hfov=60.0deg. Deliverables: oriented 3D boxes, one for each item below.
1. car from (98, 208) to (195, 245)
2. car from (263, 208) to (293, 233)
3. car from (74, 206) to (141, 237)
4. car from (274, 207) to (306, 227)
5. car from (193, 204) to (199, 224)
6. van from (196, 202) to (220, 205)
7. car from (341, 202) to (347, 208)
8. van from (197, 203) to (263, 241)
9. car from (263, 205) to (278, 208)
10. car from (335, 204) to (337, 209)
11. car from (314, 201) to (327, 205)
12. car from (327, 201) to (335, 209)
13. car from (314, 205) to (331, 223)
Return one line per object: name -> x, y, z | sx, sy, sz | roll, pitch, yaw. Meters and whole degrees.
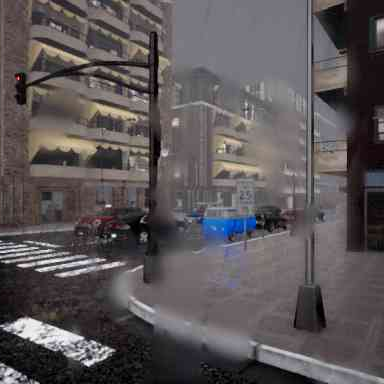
car -> -2.172, 1.791, 17.259 | 1.837, 1.490, 4.892 | 1, 0, 36
car -> 5.303, 2.035, 23.394 | 1.947, 1.339, 4.313 | -1, -2, 35
car -> -4.549, 1.639, 19.411 | 2.097, 1.767, 4.553 | 0, -1, 35
car -> 8.513, 2.158, 27.907 | 1.802, 1.307, 4.206 | -1, -2, 35
car -> 1.205, 2.005, 27.536 | 1.812, 1.442, 4.674 | 0, -1, 35
van -> 1.681, 1.903, 32.709 | 1.690, 1.788, 3.998 | -1, -2, 35
car -> 40.118, 3.376, 86.733 | 1.752, 1.417, 4.829 | -1, -2, 35
van -> 2.229, 1.704, 18.787 | 1.690, 1.788, 3.998 | -1, -2, 35
car -> 8.650, 2.232, 37.988 | 1.837, 1.490, 4.892 | 0, -1, 35
car -> 30.581, 3.064, 73.327 | 1.887, 1.381, 4.507 | -1, -2, 35
car -> 24.159, 2.889, 64.299 | 1.802, 1.307, 4.206 | -1, -2, 35
car -> 27.369, 2.729, 68.819 | 2.192, 1.841, 5.009 | -1, -2, 35
car -> 11.725, 2.233, 32.422 | 2.008, 1.369, 4.403 | -1, -2, 35
